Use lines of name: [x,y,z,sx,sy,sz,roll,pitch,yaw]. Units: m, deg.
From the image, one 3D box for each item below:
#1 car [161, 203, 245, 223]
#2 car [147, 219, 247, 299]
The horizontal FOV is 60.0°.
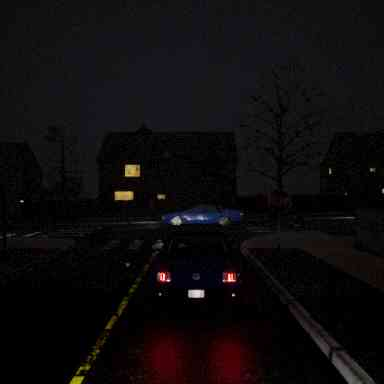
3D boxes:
car: [0.715,1.458,21.631,5.357,1.411,2.033,-1,0,0]
car: [0.151,1.601,8.392,1.895,1.301,4.718,0,0,2]
